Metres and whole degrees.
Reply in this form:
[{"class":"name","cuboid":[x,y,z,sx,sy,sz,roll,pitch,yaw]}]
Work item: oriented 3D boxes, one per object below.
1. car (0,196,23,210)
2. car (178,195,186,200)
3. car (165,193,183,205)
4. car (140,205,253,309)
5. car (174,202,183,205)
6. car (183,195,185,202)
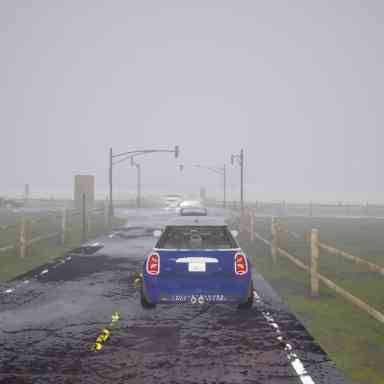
[{"class":"car","cuboid":[-21.078,1.112,36.297,5.008,1.535,1.882,1,0,0]},{"class":"car","cuboid":[-2.727,1.574,90.790,1.994,1.385,4.181,0,0,0]},{"class":"car","cuboid":[-2.915,1.234,50.882,2.150,2.045,5.566,0,0,0]},{"class":"car","cuboid":[0.090,1.353,8.030,2.097,1.767,4.553,0,0,0]},{"class":"car","cuboid":[0.080,1.507,17.196,1.837,1.490,4.892,0,0,0]},{"class":"car","cuboid":[-2.832,1.618,65.543,1.895,1.301,4.718,0,0,1]}]
